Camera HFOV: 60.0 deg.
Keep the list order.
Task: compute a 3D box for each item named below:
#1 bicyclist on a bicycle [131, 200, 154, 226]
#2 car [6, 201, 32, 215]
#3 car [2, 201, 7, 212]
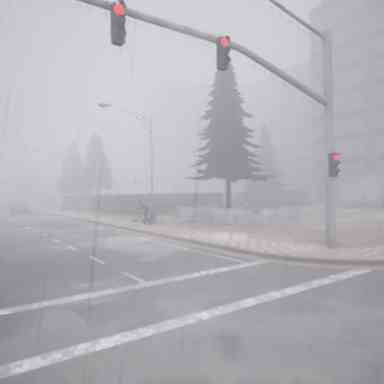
[{"bbox_3d":[-3.156,1.352,21.141,1.656,1.620,0.582,-2,0,-34],"label":"bicyclist on a bicycle"},{"bbox_3d":[-20.327,1.961,39.542,2.033,1.411,5.357,-1,0,-34],"label":"car"},{"bbox_3d":[-26.234,2.013,48.173,1.882,1.535,5.008,-1,0,-34],"label":"car"}]
